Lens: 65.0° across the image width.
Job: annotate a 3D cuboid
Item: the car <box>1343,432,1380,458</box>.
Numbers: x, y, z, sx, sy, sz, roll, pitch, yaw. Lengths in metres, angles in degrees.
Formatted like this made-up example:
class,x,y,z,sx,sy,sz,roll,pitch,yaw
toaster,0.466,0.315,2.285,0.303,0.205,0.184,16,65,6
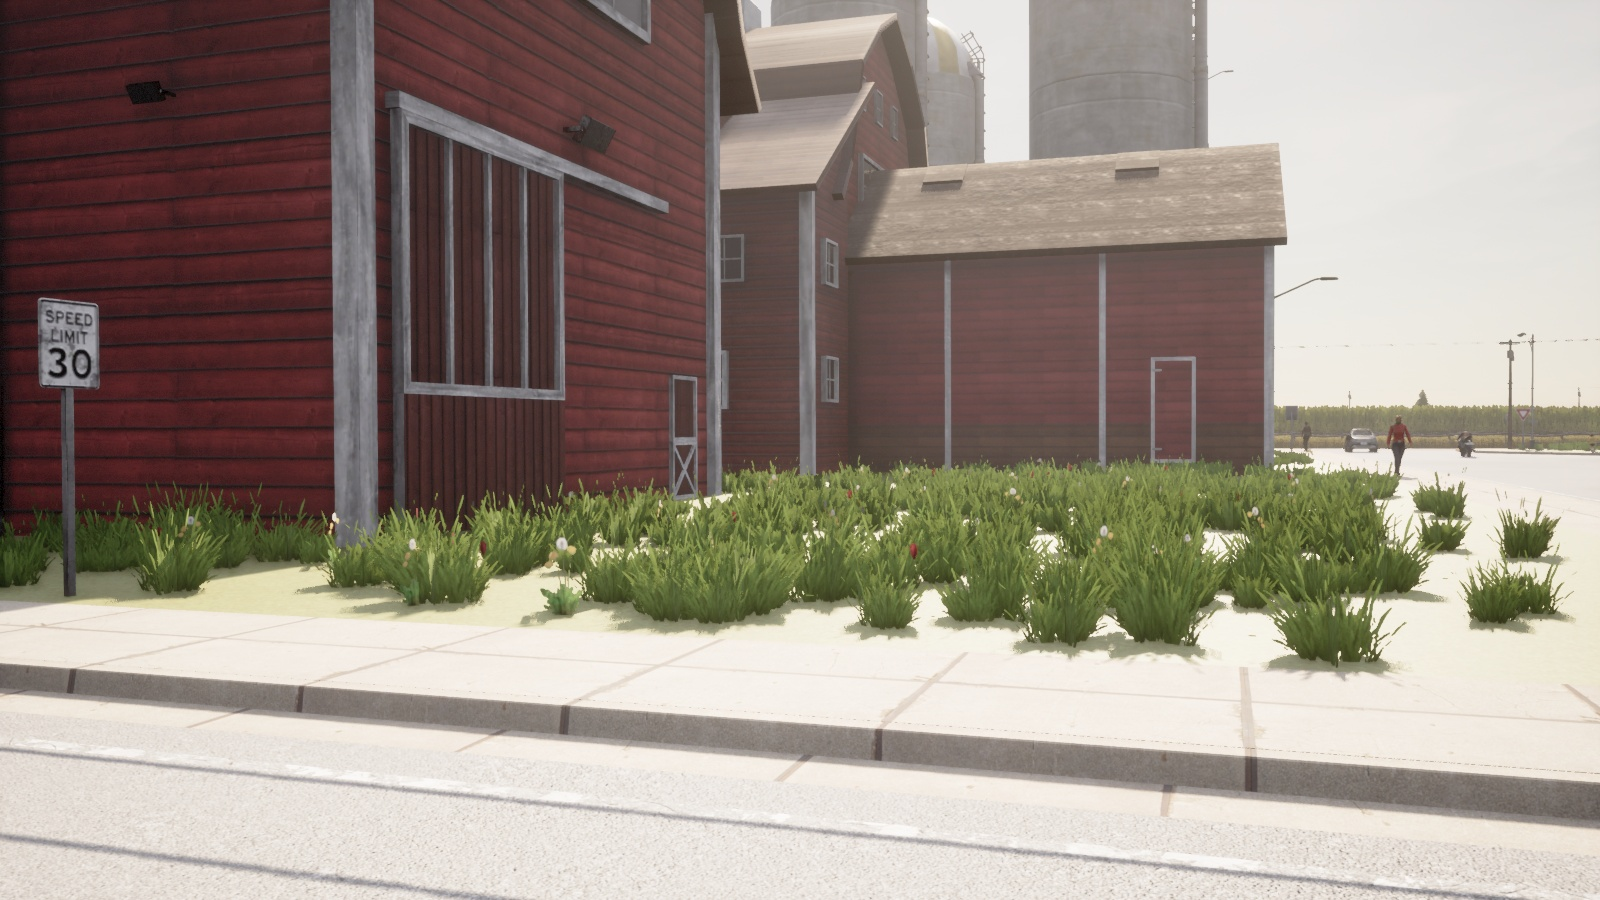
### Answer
class,x,y,z,sx,sy,sz,roll,pitch,yaw
car,35.693,-0.339,79.843,1.789,1.549,3.705,1,1,19

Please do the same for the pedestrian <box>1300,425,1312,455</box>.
class,x,y,z,sx,sy,sz,roll,pitch,yaw
pedestrian,30.731,-0.624,76.289,0.328,1.805,0.869,0,1,0

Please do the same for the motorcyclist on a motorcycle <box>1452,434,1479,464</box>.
class,x,y,z,sx,sy,sz,roll,pitch,yaw
motorcyclist on a motorcycle,34.992,-0.065,66.059,0.866,1.530,2.191,1,1,18

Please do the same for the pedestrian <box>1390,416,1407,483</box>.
class,x,y,z,sx,sy,sz,roll,pitch,yaw
pedestrian,16.843,-0.021,35.358,0.331,1.846,0.636,1,1,18
